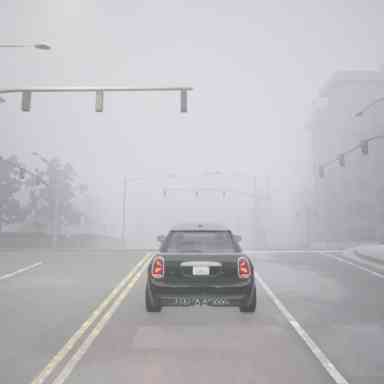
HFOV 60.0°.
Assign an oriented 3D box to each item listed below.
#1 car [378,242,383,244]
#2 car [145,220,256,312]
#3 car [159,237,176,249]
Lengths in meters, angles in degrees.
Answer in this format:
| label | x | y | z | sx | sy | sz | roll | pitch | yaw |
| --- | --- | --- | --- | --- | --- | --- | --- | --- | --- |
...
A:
| label | x | y | z | sx | sy | sz | roll | pitch | yaw |
| --- | --- | --- | --- | --- | --- | --- | --- | --- | --- |
| car | 17.232 | 4.285 | 26.182 | 4.892 | 1.490 | 1.837 | 5 | -10 | 1 |
| car | 0.181 | 1.489 | 8.147 | 2.097 | 1.767 | 4.553 | 0 | -1 | 0 |
| car | -3.054 | 6.518 | 42.396 | 1.837 | 1.490 | 4.892 | 0 | -10 | 1 |
